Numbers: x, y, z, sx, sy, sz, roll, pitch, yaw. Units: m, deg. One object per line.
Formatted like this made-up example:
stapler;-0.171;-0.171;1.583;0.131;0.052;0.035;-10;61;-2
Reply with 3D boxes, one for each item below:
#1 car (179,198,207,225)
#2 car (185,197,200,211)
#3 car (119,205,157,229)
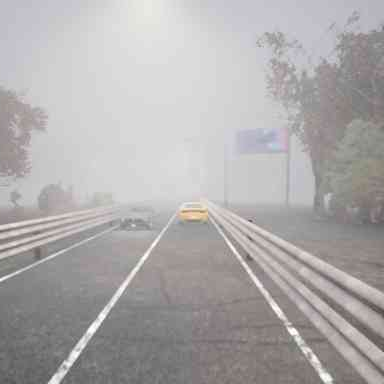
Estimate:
car;0.092;1.470;24.195;1.882;1.535;5.008;0;0;0
car;0.076;1.463;42.607;1.882;1.535;5.008;0;0;0
car;-3.355;1.540;21.741;2.033;1.411;5.357;0;0;0
